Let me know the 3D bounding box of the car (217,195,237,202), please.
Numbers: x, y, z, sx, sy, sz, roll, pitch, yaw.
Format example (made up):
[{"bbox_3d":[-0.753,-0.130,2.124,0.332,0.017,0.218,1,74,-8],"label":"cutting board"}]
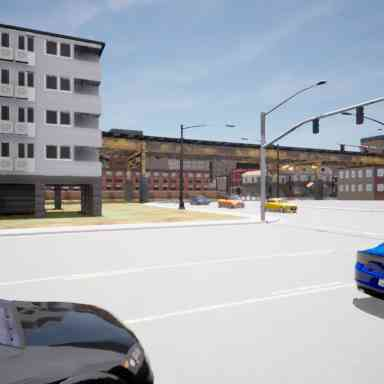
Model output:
[{"bbox_3d":[8.275,1.540,78.703,2.033,1.411,5.357,0,0,40],"label":"car"}]

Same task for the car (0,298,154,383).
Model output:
[{"bbox_3d":[-2.429,1.564,2.749,4.181,1.385,1.994,0,0,-32],"label":"car"}]

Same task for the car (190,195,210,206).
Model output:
[{"bbox_3d":[1.325,1.352,55.408,2.097,1.767,4.553,0,0,-20],"label":"car"}]

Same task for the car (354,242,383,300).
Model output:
[{"bbox_3d":[5.701,1.478,6.968,5.008,1.535,1.882,0,0,-25],"label":"car"}]

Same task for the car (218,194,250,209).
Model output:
[{"bbox_3d":[5.459,1.352,46.089,2.097,1.767,4.553,0,0,-25],"label":"car"}]

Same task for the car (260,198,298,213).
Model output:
[{"bbox_3d":[9.662,1.478,37.250,1.882,1.535,5.008,0,0,-26],"label":"car"}]
